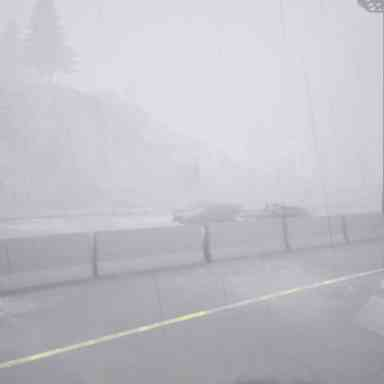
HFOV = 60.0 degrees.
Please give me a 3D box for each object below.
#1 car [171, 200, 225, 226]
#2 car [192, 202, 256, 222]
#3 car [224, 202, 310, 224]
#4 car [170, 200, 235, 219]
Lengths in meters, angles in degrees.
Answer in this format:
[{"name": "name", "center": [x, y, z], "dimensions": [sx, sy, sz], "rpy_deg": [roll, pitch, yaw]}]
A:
[{"name": "car", "center": [1.401, 1.457, 21.291], "dimensions": [5.357, 1.411, 2.033], "rpy_deg": [0, 0, -30]}, {"name": "car", "center": [2.529, 1.486, 25.918], "dimensions": [4.718, 1.301, 1.895], "rpy_deg": [0, 0, -29]}, {"name": "car", "center": [4.615, 1.393, 19.035], "dimensions": [4.902, 1.511, 2.128], "rpy_deg": [0, 0, -29]}, {"name": "car", "center": [0.932, 1.429, 29.046], "dimensions": [5.357, 1.411, 2.033], "rpy_deg": [0, 0, -29]}]
